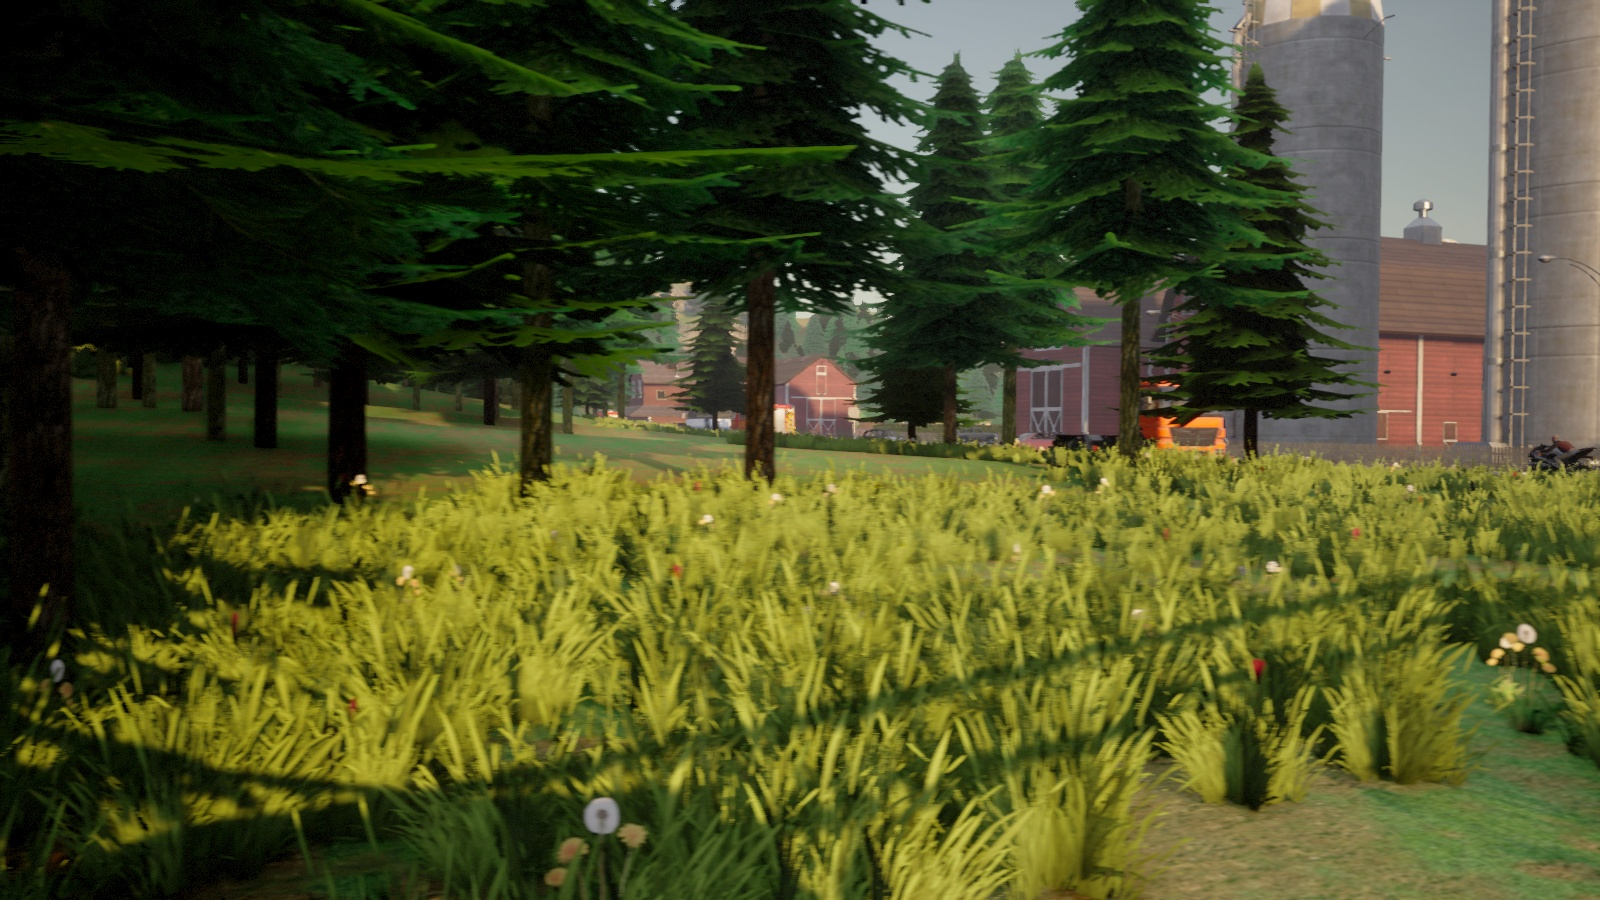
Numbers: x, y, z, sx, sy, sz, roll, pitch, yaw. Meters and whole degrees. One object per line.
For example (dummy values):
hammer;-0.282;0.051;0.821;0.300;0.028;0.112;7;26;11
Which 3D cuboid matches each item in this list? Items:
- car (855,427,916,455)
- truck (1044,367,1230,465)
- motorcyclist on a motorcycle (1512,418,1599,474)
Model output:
car;4.756;-0.527;70.499;1.816;1.474;4.193;-1;1;-20
truck;12.814;-1.254;48.619;2.891;3.462;7.936;-1;1;-20
motorcyclist on a motorcycle;21.408;-0.116;35.483;0.866;1.530;2.191;-1;1;-20
